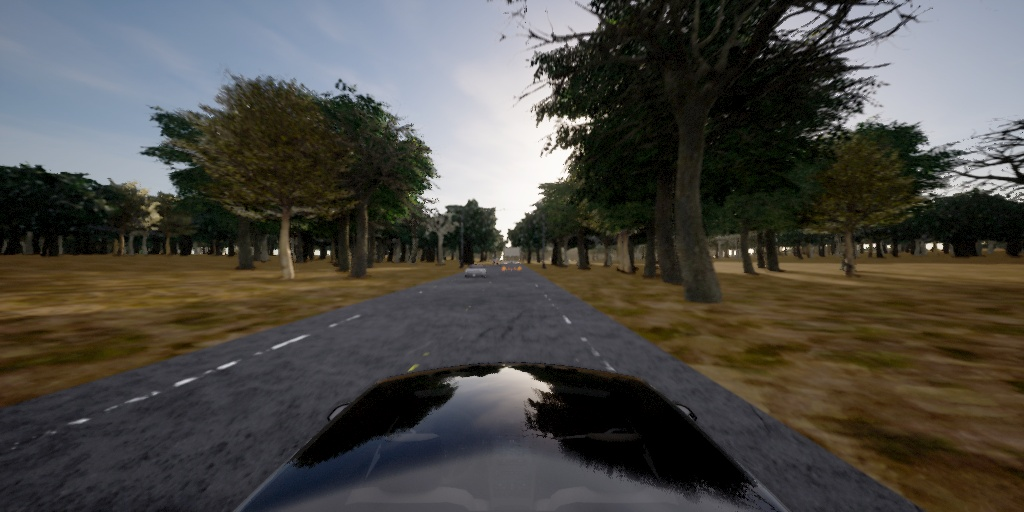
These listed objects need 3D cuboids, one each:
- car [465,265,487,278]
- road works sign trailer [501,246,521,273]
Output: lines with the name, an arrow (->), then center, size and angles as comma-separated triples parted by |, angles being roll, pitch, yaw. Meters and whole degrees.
car -> -3.579, 1.518, 35.986 | 1.895, 1.301, 4.718 | 0, 0, 0
road works sign trailer -> -0.011, 0.446, 48.248 | 2.380, 3.560, 2.880 | 0, 0, 0
